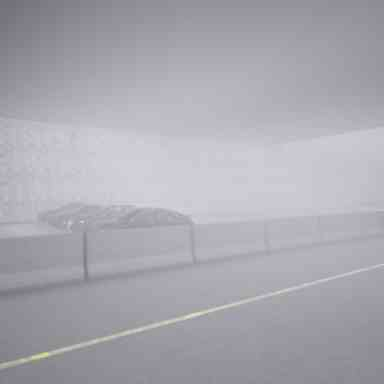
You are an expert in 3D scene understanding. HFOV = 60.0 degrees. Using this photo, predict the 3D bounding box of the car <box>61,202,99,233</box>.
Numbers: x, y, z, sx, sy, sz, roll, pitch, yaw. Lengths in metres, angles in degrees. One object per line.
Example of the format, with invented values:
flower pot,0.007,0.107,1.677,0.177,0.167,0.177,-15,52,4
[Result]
car,-4.198,1.469,18.192,4.902,1.511,2.128,0,0,-35

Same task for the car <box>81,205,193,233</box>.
car,-2.243,1.484,15.287,4.892,1.490,1.837,0,0,-35

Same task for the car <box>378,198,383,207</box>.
car,27.855,1.484,45.240,4.718,1.301,1.895,0,0,-35

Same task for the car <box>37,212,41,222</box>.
car,-8.411,1.480,23.785,4.892,1.490,1.837,0,0,-35

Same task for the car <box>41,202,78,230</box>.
car,-6.584,1.503,20.774,4.674,1.442,1.812,0,0,-36

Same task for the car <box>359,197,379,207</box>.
car,26.202,1.406,48.354,4.674,1.442,1.812,0,0,-35
